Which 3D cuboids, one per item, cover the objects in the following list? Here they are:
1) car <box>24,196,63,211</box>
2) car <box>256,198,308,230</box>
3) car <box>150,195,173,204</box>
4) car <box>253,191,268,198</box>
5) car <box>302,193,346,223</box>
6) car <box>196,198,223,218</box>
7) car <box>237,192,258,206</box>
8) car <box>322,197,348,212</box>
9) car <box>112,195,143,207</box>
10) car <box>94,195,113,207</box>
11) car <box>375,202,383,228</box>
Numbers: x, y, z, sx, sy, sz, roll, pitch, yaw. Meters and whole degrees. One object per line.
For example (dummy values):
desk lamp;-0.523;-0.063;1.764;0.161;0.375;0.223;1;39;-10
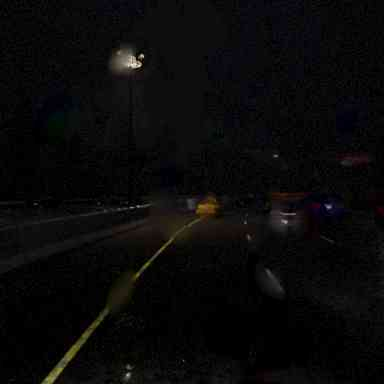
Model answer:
car;-16.660;1.208;37.407;1.882;1.535;5.008;0;0;13
car;5.193;1.368;19.941;2.128;1.511;4.902;0;0;8
car;-3.962;1.206;44.666;1.837;1.490;4.892;0;0;17
car;11.934;0.856;58.479;2.150;2.045;5.566;0;0;23
car;9.403;1.075;24.310;2.150;2.045;5.566;0;0;10
car;1.590;1.273;28.212;1.801;1.575;5.366;0;0;11
car;7.543;1.212;46.608;1.837;1.490;4.892;0;1;19
car;15.920;1.327;37.275;2.033;1.411;5.357;0;0;16
car;-8.005;1.211;43.183;1.837;1.490;4.892;0;0;15
car;-11.197;1.195;44.764;1.837;1.490;4.892;0;0;16
car;11.952;1.122;17.931;2.150;2.045;5.566;0;1;8
